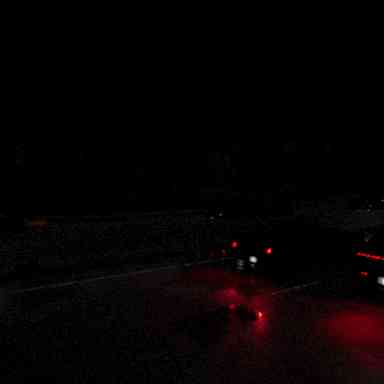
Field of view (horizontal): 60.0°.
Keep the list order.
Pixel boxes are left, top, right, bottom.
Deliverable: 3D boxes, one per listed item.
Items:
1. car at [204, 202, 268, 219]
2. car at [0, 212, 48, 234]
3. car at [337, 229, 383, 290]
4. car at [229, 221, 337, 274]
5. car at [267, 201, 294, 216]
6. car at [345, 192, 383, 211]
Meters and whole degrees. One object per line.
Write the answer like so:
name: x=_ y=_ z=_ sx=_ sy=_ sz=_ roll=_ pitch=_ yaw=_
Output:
car: x=2.913 y=1.523 z=23.260 sx=4.181 sy=1.385 sz=1.994 roll=0 pitch=0 yaw=-35
car: x=-7.612 y=1.477 z=11.457 sx=5.008 sy=1.535 sz=1.882 roll=0 pitch=0 yaw=-35
car: x=5.701 y=1.481 z=7.812 sx=4.892 sy=1.490 sz=1.837 roll=0 pitch=0 yaw=-35
car: x=3.505 y=1.578 z=10.544 sx=4.718 sy=1.301 sz=1.895 roll=0 pitch=0 yaw=-36
car: x=7.571 y=1.490 z=30.877 sx=4.181 sy=1.385 sz=1.994 roll=-1 pitch=0 yaw=-35
car: x=15.067 y=1.066 z=27.614 sx=5.566 sy=2.045 sz=2.150 roll=-2 pitch=1 yaw=-35
